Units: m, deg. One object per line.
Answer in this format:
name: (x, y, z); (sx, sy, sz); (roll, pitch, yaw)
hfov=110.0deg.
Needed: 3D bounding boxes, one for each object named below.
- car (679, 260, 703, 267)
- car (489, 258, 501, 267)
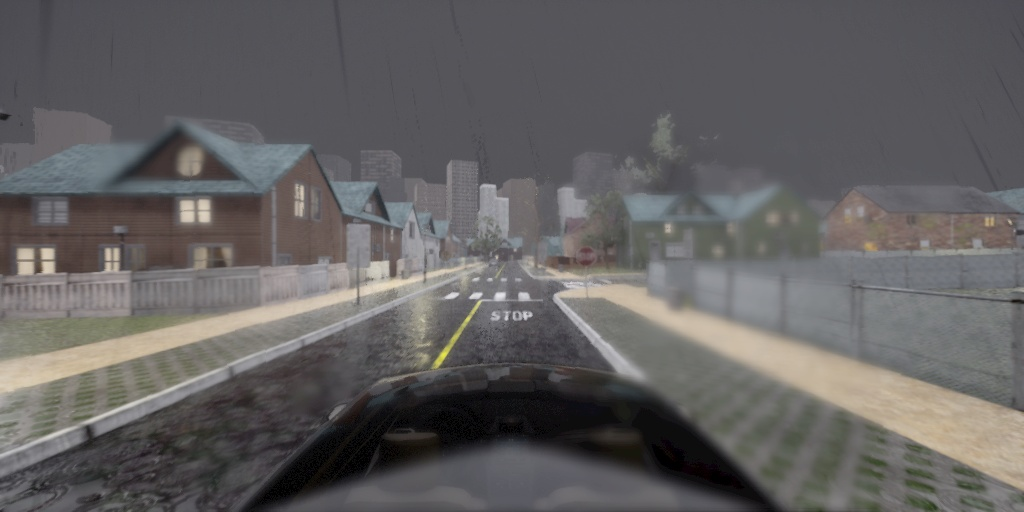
car: (11.500, 0.963, 22.132); (4.674, 1.442, 1.812); (-1, 0, 1)
car: (-2.798, 1.117, 60.021); (2.128, 1.511, 4.902); (0, 0, 1)
